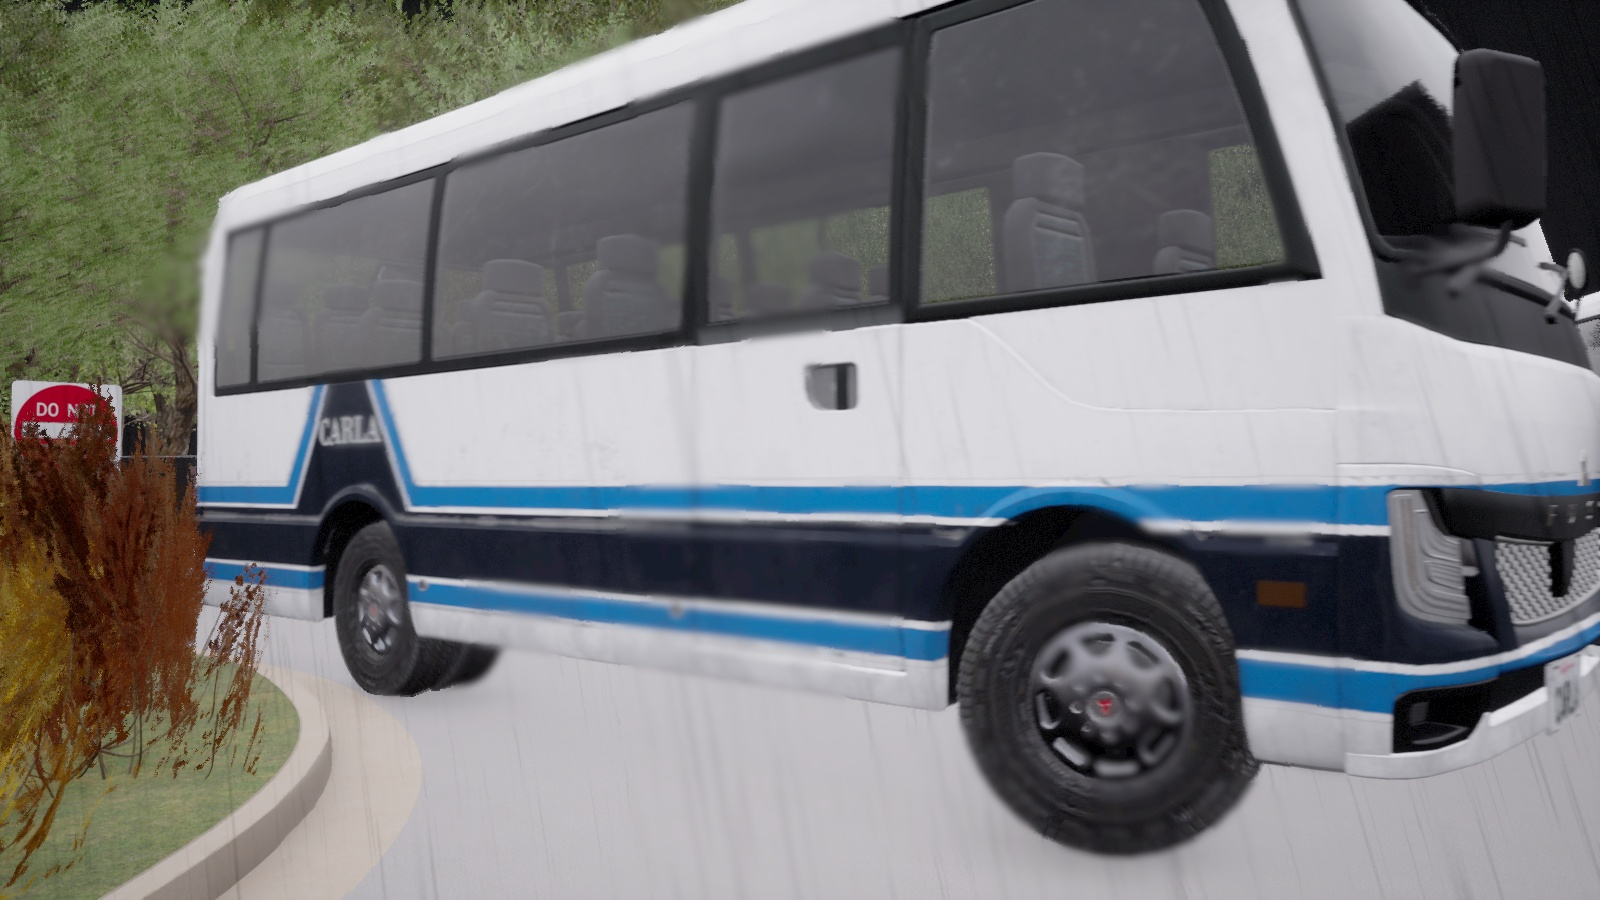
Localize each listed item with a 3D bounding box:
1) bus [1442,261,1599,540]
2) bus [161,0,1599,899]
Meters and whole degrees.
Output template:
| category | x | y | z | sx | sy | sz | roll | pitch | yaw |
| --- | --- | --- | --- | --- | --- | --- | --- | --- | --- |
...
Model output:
| category | x | y | z | sx | sy | sz | roll | pitch | yaw |
| --- | --- | --- | --- | --- | --- | --- | --- | --- | --- |
| bus | 15.394 | -0.816 | 23.475 | 3.944 | 4.253 | 10.273 | -1 | 0 | 15 |
| bus | 0.014 | -0.376 | 8.217 | 10.273 | 4.253 | 3.944 | -2 | -1 | 42 |
